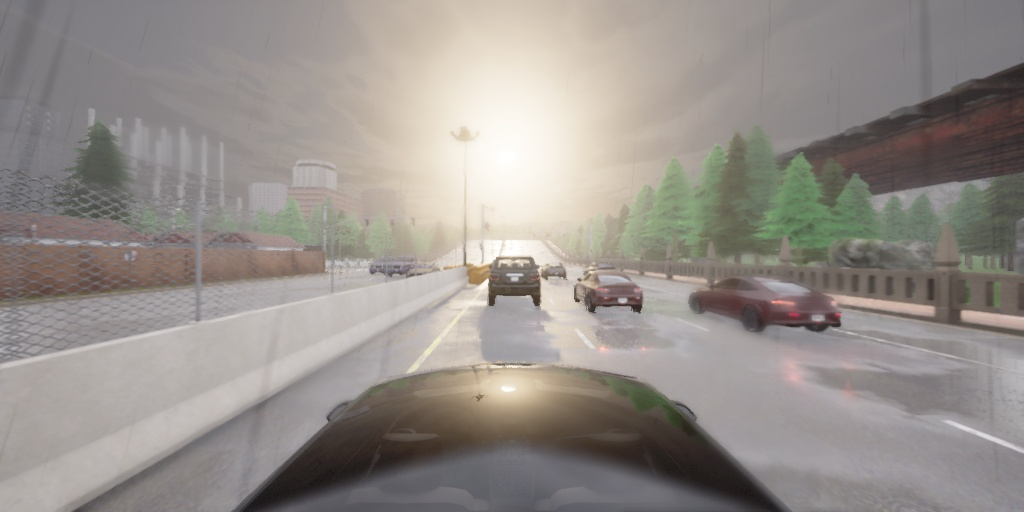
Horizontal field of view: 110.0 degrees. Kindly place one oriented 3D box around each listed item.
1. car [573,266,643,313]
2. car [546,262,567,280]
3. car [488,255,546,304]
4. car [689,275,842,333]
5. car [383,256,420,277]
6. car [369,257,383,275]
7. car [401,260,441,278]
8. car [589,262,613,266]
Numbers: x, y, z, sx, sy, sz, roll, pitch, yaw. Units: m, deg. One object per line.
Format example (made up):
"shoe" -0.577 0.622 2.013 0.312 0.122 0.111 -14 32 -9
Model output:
"car" 3.599 1.279 13.949 1.812 1.442 4.674 0 0 0
"car" 3.601 1.248 31.318 2.128 1.511 4.902 0 0 0
"car" 0.100 0.975 16.351 2.150 2.045 5.566 0 0 0
"car" 7.098 1.278 10.609 1.812 1.442 4.674 0 0 0
"car" -10.542 0.981 35.642 2.150 2.045 5.566 0 0 0
"car" -13.998 1.087 40.248 2.150 2.045 5.566 0 0 0
"car" -7.082 1.305 29.430 2.033 1.411 5.357 0 0 0
"car" 7.101 1.248 28.928 2.128 1.511 4.902 0 0 0
